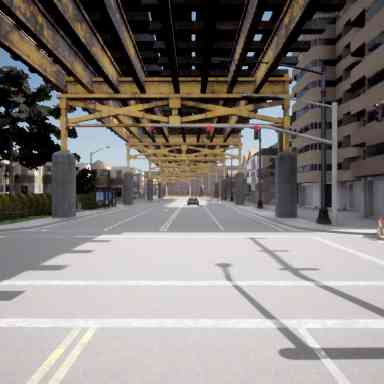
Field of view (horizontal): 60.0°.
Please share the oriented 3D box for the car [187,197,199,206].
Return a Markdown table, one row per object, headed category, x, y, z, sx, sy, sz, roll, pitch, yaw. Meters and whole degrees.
| category | x | y | z | sx | sy | sz | roll | pitch | yaw |
| --- | --- | --- | --- | --- | --- | --- | --- | --- | --- |
| car | 0.188 | 1.564 | 56.209 | 1.994 | 1.385 | 4.181 | 0 | 0 | 0 |
